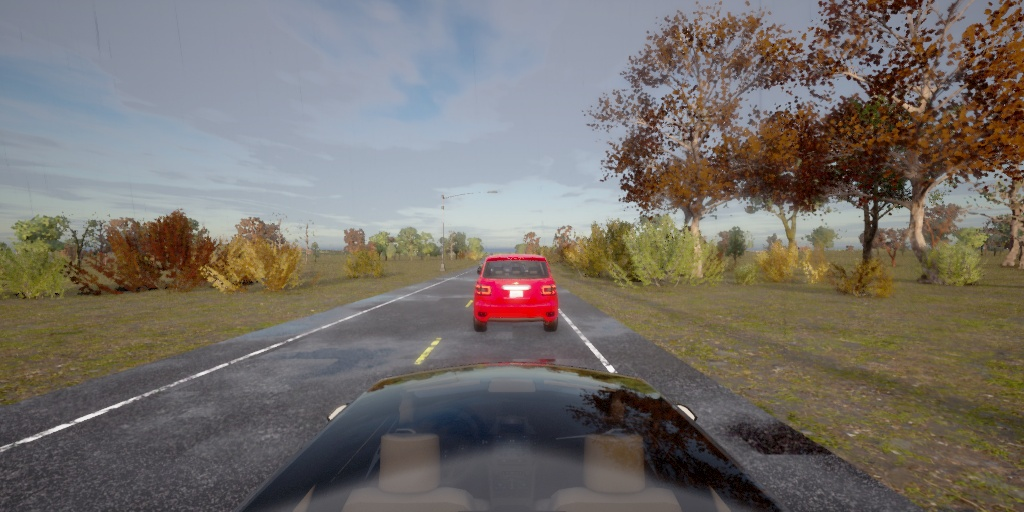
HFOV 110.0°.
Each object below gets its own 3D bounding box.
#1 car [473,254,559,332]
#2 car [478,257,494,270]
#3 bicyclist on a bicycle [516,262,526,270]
[{"bbox_3d":[0.078,0.968,10.990,2.150,2.045,5.566,0,0,-1],"label":"car"},{"bbox_3d":[-3.912,1.086,53.930,2.097,1.767,4.553,0,0,-1],"label":"car"},{"bbox_3d":[0.859,1.110,30.169,0.659,1.776,1.843,0,0,0],"label":"bicyclist on a bicycle"}]
